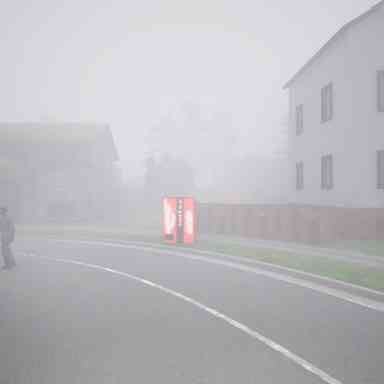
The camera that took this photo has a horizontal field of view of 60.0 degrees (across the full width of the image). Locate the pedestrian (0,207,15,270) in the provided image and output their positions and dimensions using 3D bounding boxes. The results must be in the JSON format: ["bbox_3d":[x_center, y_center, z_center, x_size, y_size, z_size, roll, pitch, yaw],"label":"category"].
[{"bbox_3d":[-5.332,1.294,9.586,0.375,1.860,0.375,0,0,33],"label":"pedestrian"}]
